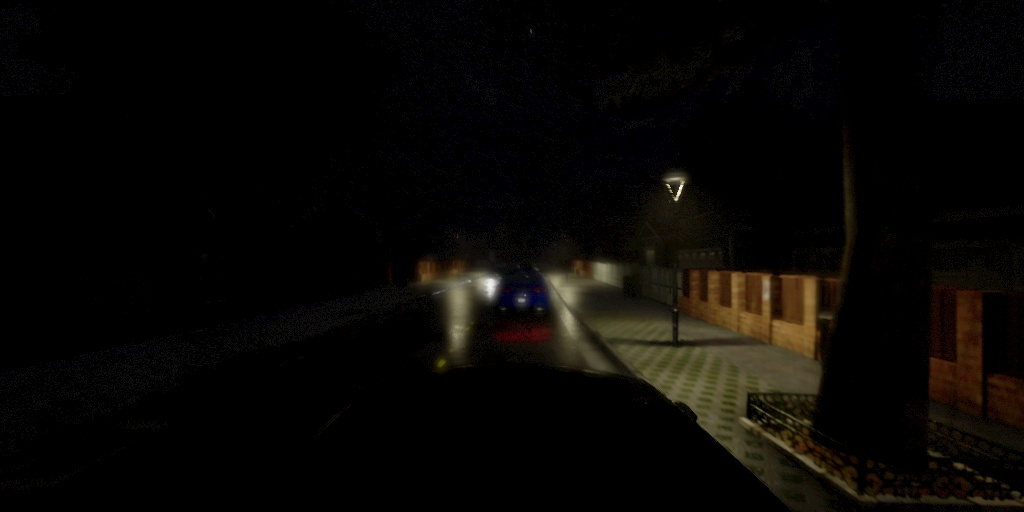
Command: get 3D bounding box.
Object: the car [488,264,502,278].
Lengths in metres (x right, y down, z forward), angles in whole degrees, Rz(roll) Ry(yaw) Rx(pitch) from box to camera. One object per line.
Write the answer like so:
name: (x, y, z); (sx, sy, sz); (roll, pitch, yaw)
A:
car: (-1.261, 1.477, 36.094); (1.895, 1.301, 4.718); (0, 0, 3)

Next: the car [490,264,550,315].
car: (0.422, 1.261, 13.899); (1.882, 1.535, 5.008); (0, 0, 3)
